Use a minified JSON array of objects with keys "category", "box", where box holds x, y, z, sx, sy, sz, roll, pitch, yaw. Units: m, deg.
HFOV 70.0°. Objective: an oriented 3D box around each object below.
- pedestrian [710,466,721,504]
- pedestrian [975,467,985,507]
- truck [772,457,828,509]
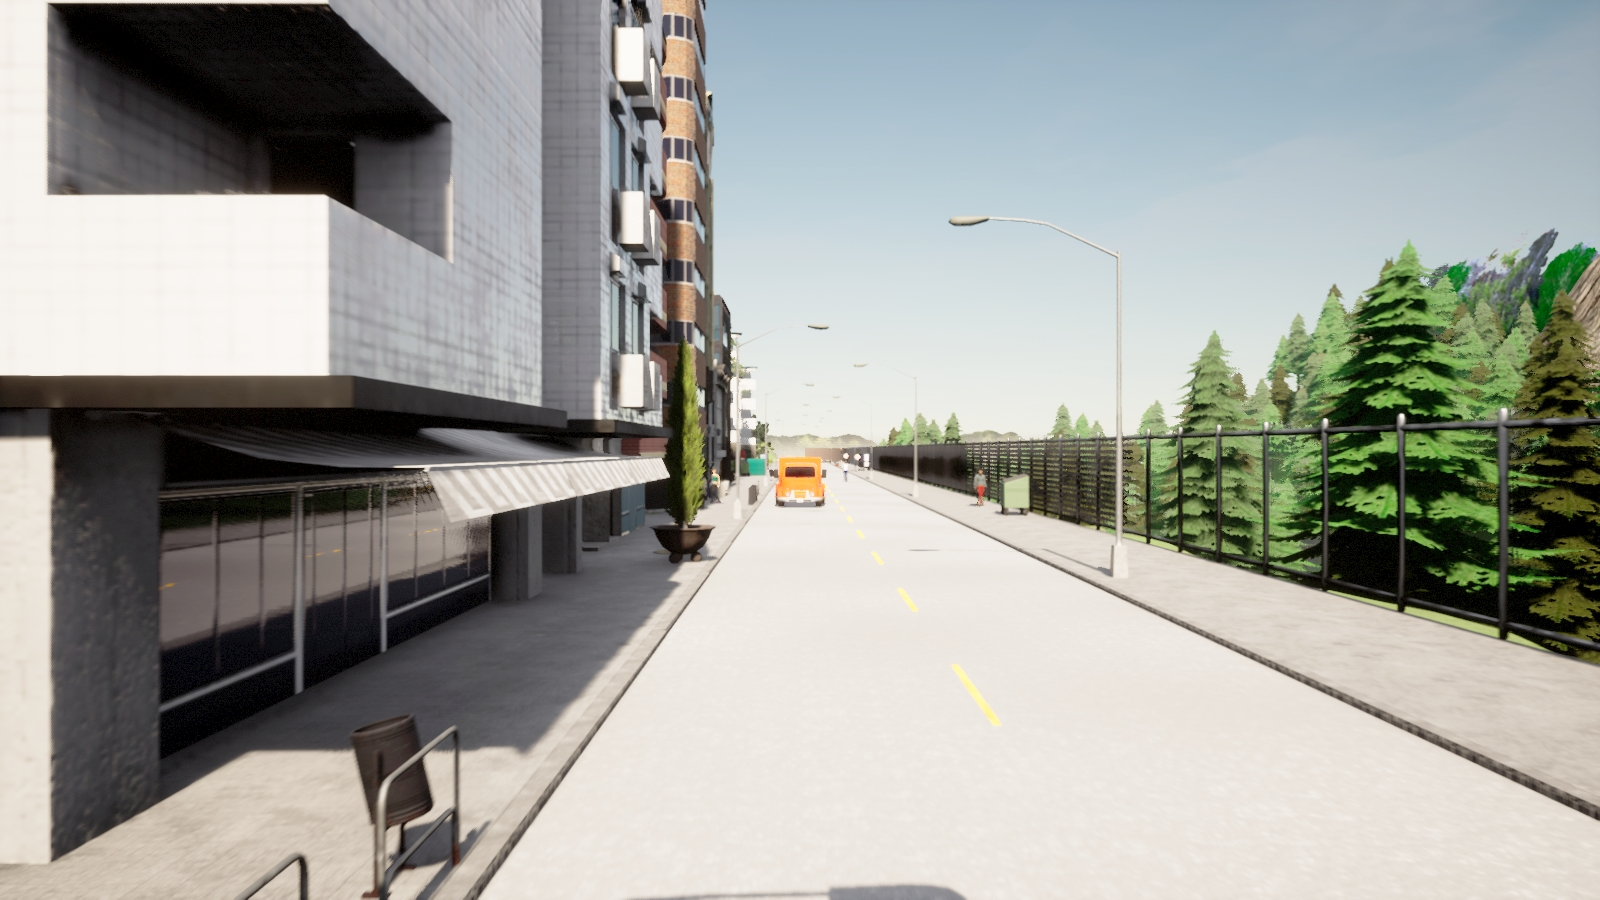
[{"category":"pedestrian","box":[-4.190,1.746,56.767,0.375,1.860,0.375,0,0,28]},{"category":"pedestrian","box":[8.505,1.746,54.078,0.375,1.860,0.375,0,0,-8]},{"category":"truck","box":[0.004,1.571,56.803,2.627,2.467,5.204,0,0,0]}]
